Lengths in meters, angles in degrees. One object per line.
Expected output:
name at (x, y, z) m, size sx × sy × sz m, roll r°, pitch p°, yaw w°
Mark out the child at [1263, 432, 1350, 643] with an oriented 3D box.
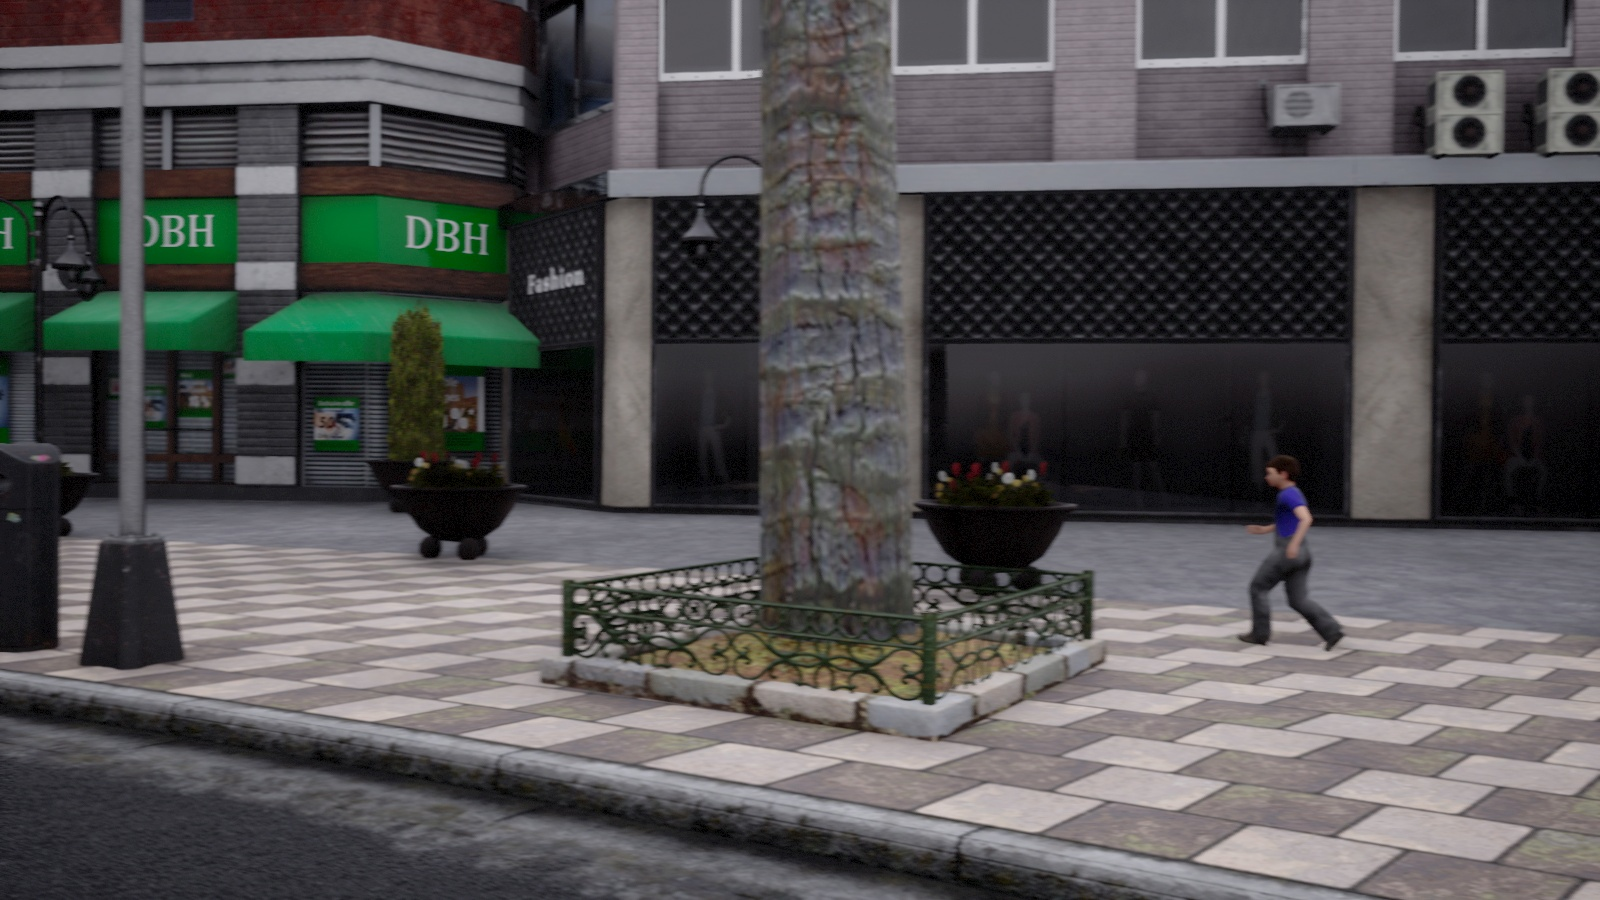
child at (3.141, 0.525, 7.786) m, size 0.437 × 1.263 × 0.270 m, roll 0°, pitch 1°, yaw 37°
